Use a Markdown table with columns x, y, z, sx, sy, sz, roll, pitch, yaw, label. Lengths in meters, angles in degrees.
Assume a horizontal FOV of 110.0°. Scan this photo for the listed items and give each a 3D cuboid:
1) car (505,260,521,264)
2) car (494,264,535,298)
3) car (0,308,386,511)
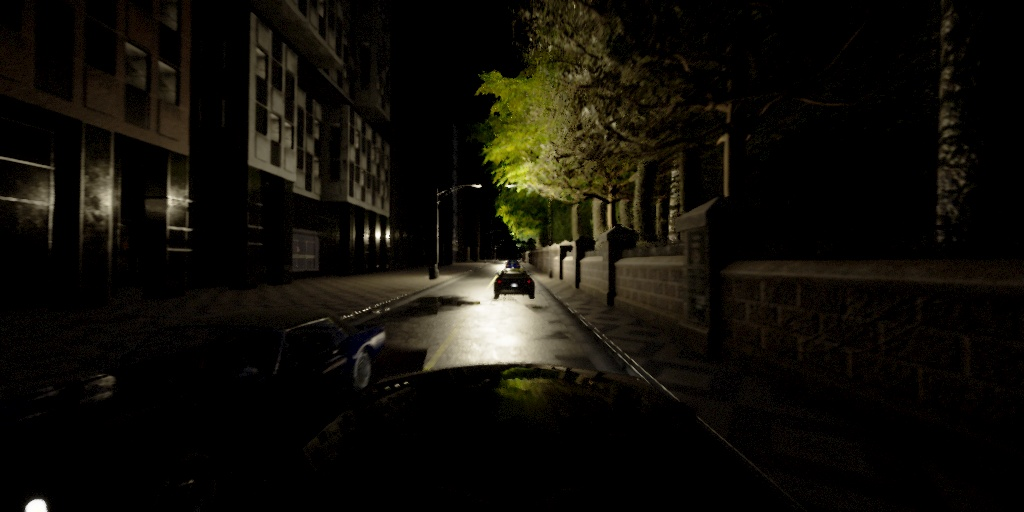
| x | y | z | sx | sy | sz | roll | pitch | yaw | label |
| --- | --- | --- | --- | --- | --- | --- | --- | --- | --- |
| 0.108 | 1.241 | 44.302 | 1.812 | 1.442 | 4.674 | 0 | 0 | 0 | car |
| 0.103 | 1.309 | 18.380 | 1.994 | 1.385 | 4.181 | 0 | 0 | 0 | car |
| -3.092 | 1.352 | 3.929 | 1.895 | 1.301 | 4.718 | 0 | 0 | 0 | car |
